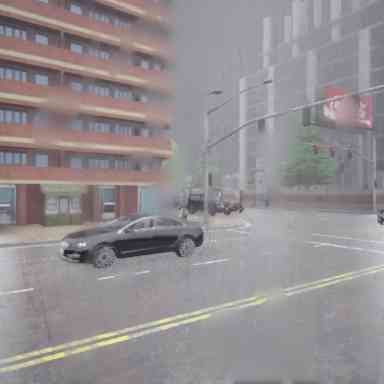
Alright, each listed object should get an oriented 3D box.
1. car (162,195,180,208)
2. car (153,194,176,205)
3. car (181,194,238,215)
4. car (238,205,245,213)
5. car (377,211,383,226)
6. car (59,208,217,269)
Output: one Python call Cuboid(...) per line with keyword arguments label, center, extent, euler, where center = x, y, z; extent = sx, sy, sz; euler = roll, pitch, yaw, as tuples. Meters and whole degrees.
Cuboid(label="car", center=(-3.900, 1.352, 40.724), extent=(2.097, 1.767, 4.553), euler=(0, 0, -35))
Cuboid(label="car", center=(-5.112, 1.352, 61.123), extent=(2.097, 1.767, 4.553), euler=(0, 0, -35))
Cuboid(label="car", center=(1.629, 1.222, 32.816), extent=(2.150, 2.045, 5.566), euler=(0, 0, -35))
Cuboid(label="car", center=(3.553, 1.601, 36.174), extent=(1.895, 1.301, 4.718), euler=(0, 0, -35))
Cuboid(label="car", center=(14.443, 1.491, 22.479), extent=(4.902, 1.511, 2.128), euler=(0, 0, -35))
Cuboid(label="car", center=(-1.829, 1.491, 11.224), extent=(4.902, 1.511, 2.128), euler=(0, 0, -35))
